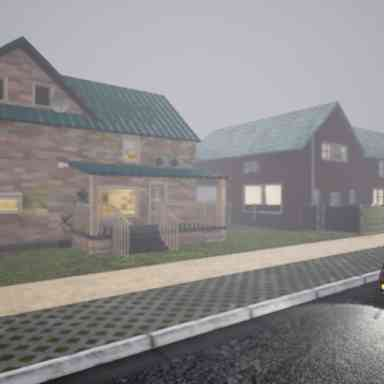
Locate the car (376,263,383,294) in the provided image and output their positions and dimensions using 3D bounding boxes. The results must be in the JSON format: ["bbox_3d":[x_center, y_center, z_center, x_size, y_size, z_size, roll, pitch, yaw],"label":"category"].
[{"bbox_3d":[5.883,1.601,7.265,4.181,1.385,1.994,0,0,-36],"label":"car"}]
